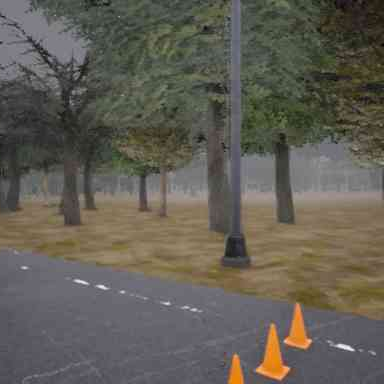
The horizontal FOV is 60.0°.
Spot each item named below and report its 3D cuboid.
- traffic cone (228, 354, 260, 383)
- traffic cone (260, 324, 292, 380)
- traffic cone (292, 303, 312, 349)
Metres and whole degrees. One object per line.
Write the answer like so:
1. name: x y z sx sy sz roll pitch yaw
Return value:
1. traffic cone: 0.449 1.980 3.436 0.340 0.580 0.340 0 0 35
2. traffic cone: 1.027 1.986 4.252 0.340 0.580 0.340 0 0 35
3. traffic cone: 1.604 1.993 5.066 0.340 0.580 0.340 0 0 35
